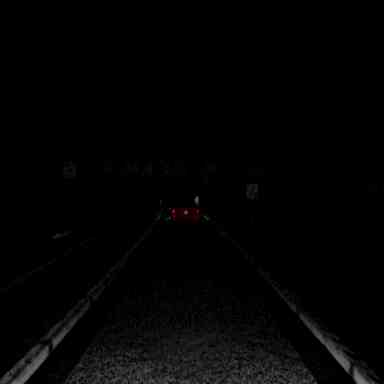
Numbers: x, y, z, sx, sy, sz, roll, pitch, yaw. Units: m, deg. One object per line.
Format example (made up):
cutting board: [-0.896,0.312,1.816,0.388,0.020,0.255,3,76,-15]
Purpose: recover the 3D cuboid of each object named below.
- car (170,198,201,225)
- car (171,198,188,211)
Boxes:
car: [-0.494,1.375,24.209,2.097,1.767,4.553,0,0,-2]
car: [-1.627,1.517,41.936,1.882,1.535,5.008,0,0,-4]
